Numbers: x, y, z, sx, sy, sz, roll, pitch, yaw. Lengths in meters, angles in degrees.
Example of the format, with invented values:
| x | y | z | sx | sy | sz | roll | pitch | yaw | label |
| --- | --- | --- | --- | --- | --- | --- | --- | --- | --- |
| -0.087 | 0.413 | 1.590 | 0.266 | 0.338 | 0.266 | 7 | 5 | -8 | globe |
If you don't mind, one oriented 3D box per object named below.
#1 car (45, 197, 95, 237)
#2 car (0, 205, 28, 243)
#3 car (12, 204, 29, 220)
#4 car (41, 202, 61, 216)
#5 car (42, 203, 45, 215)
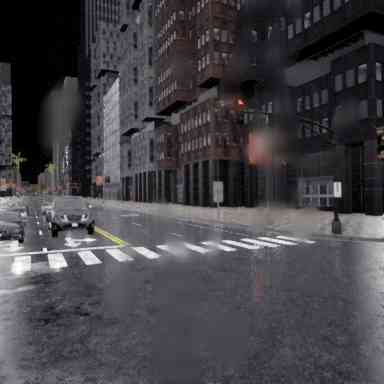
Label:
| x | y | z | sx | sy | sz | roll | pitch | yaw | label |
| --- | --- | --- | --- | --- | --- | --- | --- | --- | --- |
| -7.234 | 1.357 | 19.616 | 2.150 | 2.045 | 5.566 | 0 | 0 | -26 | car |
| -9.313 | 1.646 | 16.448 | 1.837 | 1.490 | 4.892 | 0 | 0 | -26 | car |
| -13.350 | 1.803 | 24.775 | 1.895 | 1.301 | 4.718 | 0 | 0 | -26 | car |
| -16.083 | 1.866 | 37.902 | 1.895 | 1.301 | 4.718 | 0 | 0 | -26 | car |
| -11.487 | 1.726 | 28.395 | 1.812 | 1.442 | 4.674 | 0 | 0 | -26 | car |
